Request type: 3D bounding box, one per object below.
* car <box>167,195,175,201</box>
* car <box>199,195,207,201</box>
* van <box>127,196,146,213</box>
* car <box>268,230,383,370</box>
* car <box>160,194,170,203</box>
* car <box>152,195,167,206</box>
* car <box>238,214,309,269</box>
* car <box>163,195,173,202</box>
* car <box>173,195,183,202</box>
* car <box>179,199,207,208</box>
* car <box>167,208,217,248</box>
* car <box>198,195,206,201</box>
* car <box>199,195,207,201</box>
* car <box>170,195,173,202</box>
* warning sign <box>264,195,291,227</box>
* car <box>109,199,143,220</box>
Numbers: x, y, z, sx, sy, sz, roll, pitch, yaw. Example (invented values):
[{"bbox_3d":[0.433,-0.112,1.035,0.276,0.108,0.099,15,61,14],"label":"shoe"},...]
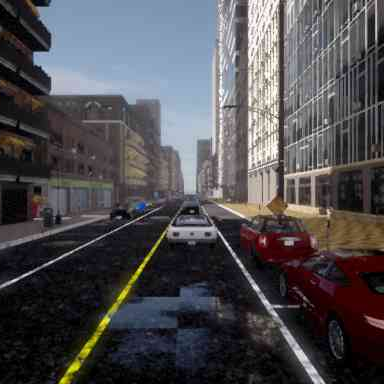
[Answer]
[{"bbox_3d":[-5.691,1.585,90.233,2.008,1.369,4.403,0,0,0],"label":"car"},{"bbox_3d":[2.689,1.470,84.584,1.967,1.590,4.097,0,0,0],"label":"car"},{"bbox_3d":[-5.691,1.344,33.748,1.690,1.788,3.998,0,0,0],"label":"van"},{"bbox_3d":[2.689,1.582,5.505,1.802,1.307,4.206,0,0,0],"label":"car"},{"bbox_3d":[-5.691,1.595,61.990,1.802,1.307,4.206,0,0,0],"label":"car"},{"bbox_3d":[-5.691,1.590,56.341,1.802,1.307,4.206,0,0,0],"label":"car"},{"bbox_3d":[2.689,1.440,11.152,1.967,1.590,4.097,0,0,0],"label":"car"},{"bbox_3d":[-5.691,1.465,78.936,1.967,1.590,4.097,0,0,0],"label":"car"},{"bbox_3d":[-3.001,1.507,76.712,2.033,1.411,5.357,0,0,0],"label":"car"},{"bbox_3d":[0.000,1.575,29.650,1.994,1.385,4.181,0,0,0],"label":"car"},{"bbox_3d":[0.000,1.618,14.680,1.895,1.301,4.718,0,0,0],"label":"car"},{"bbox_3d":[2.689,1.585,90.234,2.008,1.369,4.403,0,0,0],"label":"car"},{"bbox_3d":[2.689,1.551,79.106,1.752,1.417,4.829,0,0,0],"label":"car"},{"bbox_3d":[-5.692,1.332,67.639,2.192,1.841,5.009,0,0,0],"label":"car"},{"bbox_3d":[5.067,1.116,19.743,1.300,1.860,1.060,0,0,0],"label":"warning sign"},{"bbox_3d":[-5.691,1.568,28.099,1.947,1.339,4.313,0,0,0],"label":"car"}]
